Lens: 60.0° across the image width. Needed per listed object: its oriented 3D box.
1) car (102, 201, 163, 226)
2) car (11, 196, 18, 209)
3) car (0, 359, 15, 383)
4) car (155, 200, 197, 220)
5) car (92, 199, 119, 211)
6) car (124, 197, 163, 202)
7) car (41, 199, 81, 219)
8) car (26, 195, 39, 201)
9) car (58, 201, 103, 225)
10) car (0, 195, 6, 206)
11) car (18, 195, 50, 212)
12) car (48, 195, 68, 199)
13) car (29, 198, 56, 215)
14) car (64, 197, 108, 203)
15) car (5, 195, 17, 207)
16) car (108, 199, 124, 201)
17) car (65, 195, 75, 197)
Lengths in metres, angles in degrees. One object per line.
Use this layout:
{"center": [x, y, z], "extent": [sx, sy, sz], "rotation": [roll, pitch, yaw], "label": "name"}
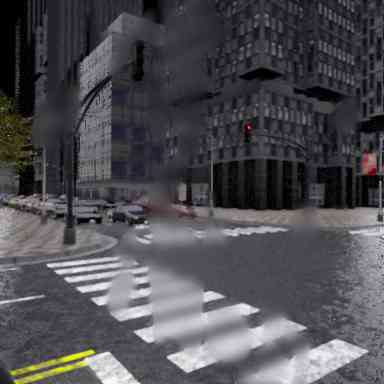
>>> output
{"center": [-4.497, 1.620, 24.294], "extent": [2.033, 1.411, 5.357], "rotation": [1, 0, -34], "label": "car"}
{"center": [-21.472, 1.554, 42.595], "extent": [1.802, 1.307, 4.206], "rotation": [1, 0, -36], "label": "car"}
{"center": [-3.279, 1.480, 1.169], "extent": [4.892, 1.490, 1.837], "rotation": [0, 0, -38], "label": "car"}
{"center": [-1.215, 1.689, 29.508], "extent": [1.802, 1.307, 4.206], "rotation": [1, 0, -36], "label": "car"}
{"center": [-11.261, 1.617, 43.117], "extent": [1.947, 1.339, 4.313], "rotation": [1, 0, -36], "label": "car"}
{"center": [-4.562, 1.401, 34.046], "extent": [2.192, 1.841, 5.009], "rotation": [1, 0, -36], "label": "car"}
{"center": [-11.424, 1.588, 28.984], "extent": [1.947, 1.339, 4.313], "rotation": [1, 0, -36], "label": "car"}
{"center": [-38.154, 1.484, 79.546], "extent": [1.752, 1.417, 4.829], "rotation": [1, 0, -36], "label": "car"}
{"center": [-8.074, 1.609, 24.446], "extent": [1.947, 1.339, 4.313], "rotation": [1, 0, -36], "label": "car"}
{"center": [-28.171, 1.512, 51.669], "extent": [1.947, 1.339, 4.313], "rotation": [1, 0, -36], "label": "car"}
{"center": [-18.121, 1.427, 38.058], "extent": [1.967, 1.590, 4.097], "rotation": [1, 0, -36], "label": "car"}
{"center": [-16.503, 1.510, 40.524], "extent": [1.837, 1.490, 4.892], "rotation": [1, 0, -36], "label": "car"}
{"center": [-14.774, 1.586, 33.521], "extent": [1.802, 1.307, 4.206], "rotation": [1, 0, -36], "label": "car"}
{"center": [-10.389, 1.528, 32.223], "extent": [2.128, 1.511, 4.902], "rotation": [1, 0, -36], "label": "car"}
{"center": [-24.720, 1.484, 46.995], "extent": [1.752, 1.417, 4.829], "rotation": [1, 0, -36], "label": "car"}
{"center": [-7.913, 1.634, 38.581], "extent": [1.947, 1.339, 4.313], "rotation": [1, 0, -36], "label": "car"}
{"center": [-17.960, 1.567, 52.190], "extent": [1.887, 1.381, 4.507], "rotation": [1, 0, -36], "label": "car"}
